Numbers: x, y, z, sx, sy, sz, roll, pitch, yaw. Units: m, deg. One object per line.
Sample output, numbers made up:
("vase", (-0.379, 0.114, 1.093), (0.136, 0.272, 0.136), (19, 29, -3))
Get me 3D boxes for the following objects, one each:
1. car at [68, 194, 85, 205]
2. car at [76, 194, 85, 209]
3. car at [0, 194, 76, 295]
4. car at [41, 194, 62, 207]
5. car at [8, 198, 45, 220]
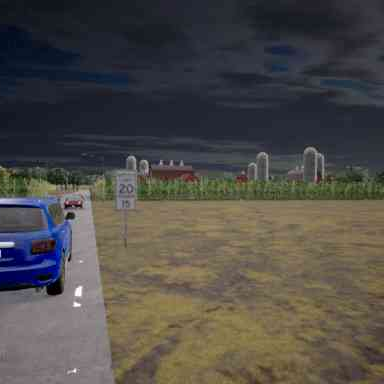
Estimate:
("car", (-16.114, 0.997, 46.659), (2.033, 1.411, 5.357), (0, 1, -17))
("car", (-13.091, 1.170, 37.056), (1.895, 1.301, 4.718), (0, 1, -17))
("car", (-4.228, 1.130, 8.280), (2.150, 2.045, 5.566), (0, 1, -17))
("car", (-17.187, 1.020, 40.817), (1.837, 1.490, 4.892), (0, 0, -17))
("car", (-12.527, 1.213, 25.486), (1.812, 1.442, 4.674), (0, 0, -17))
